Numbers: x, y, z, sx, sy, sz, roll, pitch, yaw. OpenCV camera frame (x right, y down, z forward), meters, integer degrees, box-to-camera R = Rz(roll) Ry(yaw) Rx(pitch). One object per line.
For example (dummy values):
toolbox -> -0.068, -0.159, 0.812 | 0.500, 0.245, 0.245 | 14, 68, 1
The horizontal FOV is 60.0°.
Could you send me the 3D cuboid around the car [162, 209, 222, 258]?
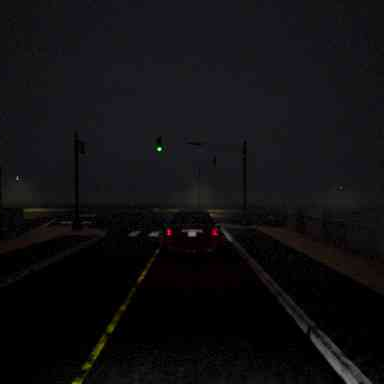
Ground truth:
car -> 0.023, 1.476, 13.402 | 2.097, 1.767, 4.553 | 0, -1, 1
